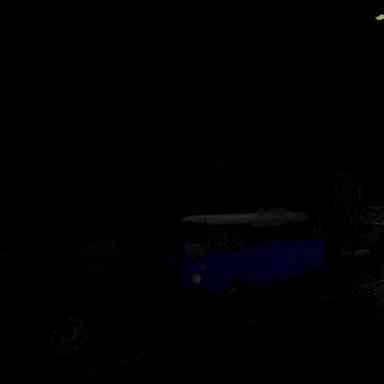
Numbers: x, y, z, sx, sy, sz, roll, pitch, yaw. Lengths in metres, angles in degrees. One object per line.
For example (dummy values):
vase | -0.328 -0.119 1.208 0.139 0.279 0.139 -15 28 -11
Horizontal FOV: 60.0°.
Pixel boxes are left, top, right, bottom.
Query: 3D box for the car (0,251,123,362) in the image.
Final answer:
car | -3.169 1.543 4.387 4.507 1.381 1.887 0 0 -35

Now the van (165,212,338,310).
van | 1.353 1.379 7.608 3.998 1.788 1.690 0 0 -35

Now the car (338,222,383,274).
car | 5.873 1.659 10.830 4.206 1.307 1.802 0 0 -35

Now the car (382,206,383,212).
car | 21.226 1.328 31.476 2.150 2.045 5.566 1 0 -36
